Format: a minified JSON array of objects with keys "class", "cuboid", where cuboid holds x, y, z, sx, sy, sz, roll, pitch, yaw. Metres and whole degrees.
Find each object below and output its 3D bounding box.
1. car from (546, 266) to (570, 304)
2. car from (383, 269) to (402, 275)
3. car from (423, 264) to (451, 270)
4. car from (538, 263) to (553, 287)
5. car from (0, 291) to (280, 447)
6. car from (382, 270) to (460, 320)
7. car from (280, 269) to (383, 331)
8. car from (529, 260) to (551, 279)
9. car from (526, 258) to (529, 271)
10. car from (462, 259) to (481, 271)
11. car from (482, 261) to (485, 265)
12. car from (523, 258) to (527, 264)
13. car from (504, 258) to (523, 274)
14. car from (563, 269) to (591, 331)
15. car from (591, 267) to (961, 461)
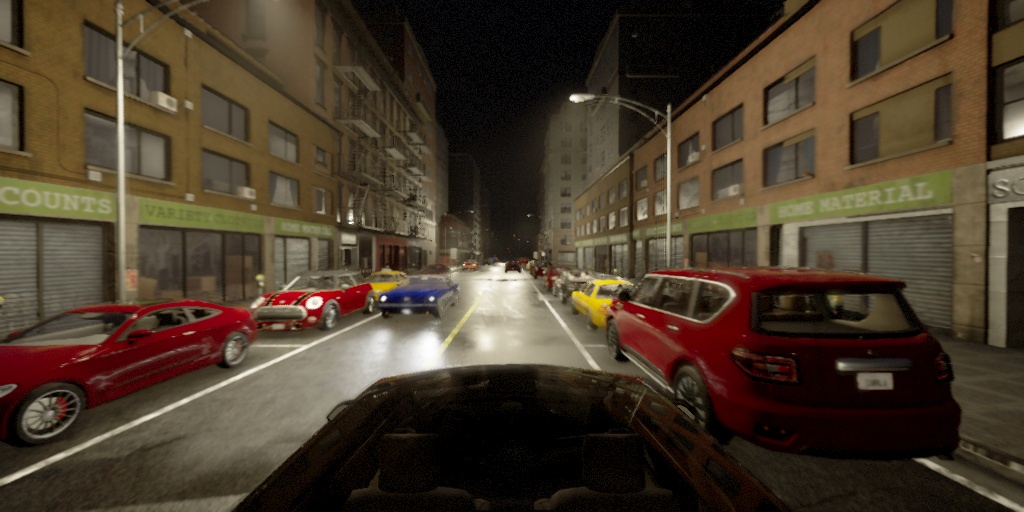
[{"class":"car","cuboid":[2.853,1.301,16.188,2.007,1.370,4.403,0,0,0]},{"class":"car","cuboid":[-5.672,1.276,16.016,1.751,1.417,4.829,0,0,0]},{"class":"car","cuboid":[-5.675,1.304,27.180,1.888,1.381,4.507,0,0,0]},{"class":"car","cuboid":[2.852,1.299,21.685,1.888,1.381,4.507,0,0,0]},{"class":"car","cuboid":[-5.670,1.331,5.193,1.802,1.307,4.207,0,0,0]},{"class":"car","cuboid":[-3.096,1.350,12.810,1.895,1.301,4.718,0,0,0]},{"class":"car","cuboid":[-5.671,1.189,10.690,1.967,1.591,4.097,0,0,0]},{"class":"car","cuboid":[2.850,1.204,32.678,1.967,1.591,4.097,0,0,0]},{"class":"car","cuboid":[2.848,1.210,38.175,1.967,1.591,4.097,0,0,0]},{"class":"car","cuboid":[-5.679,1.228,49.167,1.967,1.591,4.097,0,0,0]},{"class":"car","cuboid":[-5.681,1.365,54.663,1.948,1.339,4.313,0,0,0]},{"class":"car","cuboid":[2.846,1.314,49.339,1.751,1.417,4.829,0,0,0]},{"class":"car","cuboid":[0.090,1.303,42.694,1.812,1.442,4.674,0,0,0]},{"class":"car","cuboid":[2.854,1.274,10.862,1.751,1.417,4.829,0,0,0]},{"class":"car","cuboid":[2.856,1.064,5.195,2.192,1.841,5.009,0,0,0]}]
